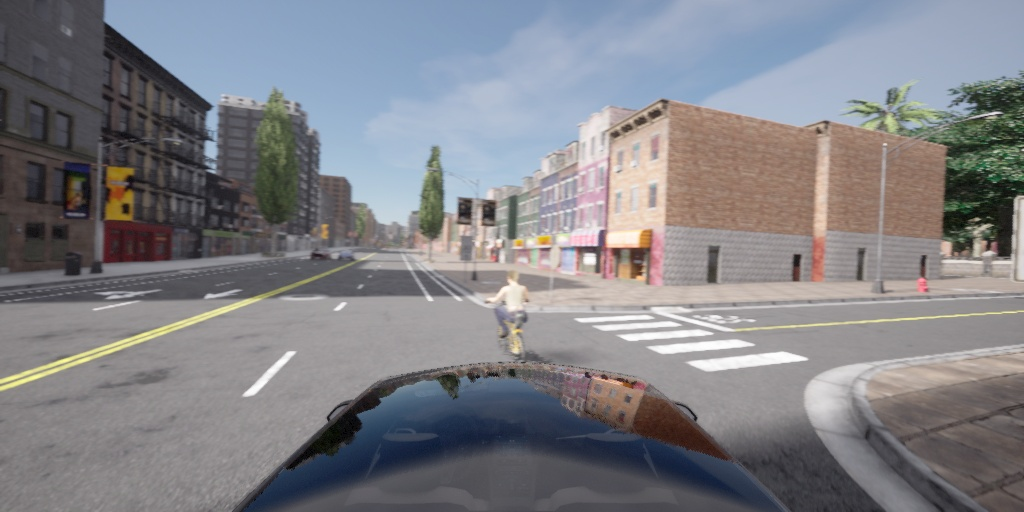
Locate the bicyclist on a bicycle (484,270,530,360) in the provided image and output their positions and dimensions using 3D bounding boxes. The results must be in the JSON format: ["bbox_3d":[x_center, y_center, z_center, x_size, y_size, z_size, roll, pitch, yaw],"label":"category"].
[{"bbox_3d":[-0.025,1.045,6.374,0.866,1.612,1.509,1,1,-17],"label":"bicyclist on a bicycle"}]

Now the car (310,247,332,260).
[{"bbox_3d":[-26.482,-0.408,49.830,2.097,1.767,4.553,2,1,-18],"label":"car"}]

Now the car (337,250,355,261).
[{"bbox_3d":[-23.389,-0.120,50.801,1.812,1.442,4.674,2,1,-18],"label":"car"}]
